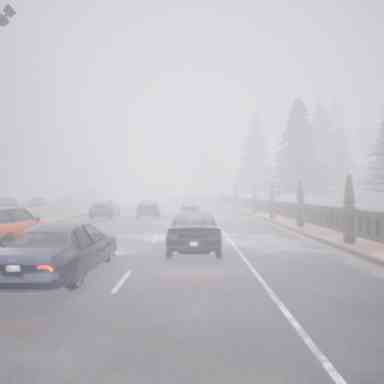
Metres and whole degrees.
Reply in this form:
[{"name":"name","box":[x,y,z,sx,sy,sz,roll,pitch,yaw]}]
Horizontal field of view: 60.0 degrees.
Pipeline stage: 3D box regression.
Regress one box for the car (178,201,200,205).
[{"name":"car","box":[-0.261,1.477,28.688,1.812,1.442,4.674,0,0,-3]}]

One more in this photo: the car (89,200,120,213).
[{"name":"car","box":[-7.208,1.446,27.695,2.128,1.511,4.902,0,0,-3]}]

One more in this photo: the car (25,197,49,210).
[{"name":"car","box":[-20.142,1.431,43.461,1.837,1.490,4.892,0,0,-13]}]

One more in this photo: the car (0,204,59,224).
[{"name":"car","box":[-6.936,1.330,12.397,2.097,1.767,4.553,0,0,0]}]

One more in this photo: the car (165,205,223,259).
[{"name":"car","box":[0.067,1.457,12.641,1.882,1.535,5.008,0,0,0]}]

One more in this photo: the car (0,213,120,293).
[{"name":"car","box":[-3.462,1.532,8.988,2.033,1.411,5.357,0,0,0]}]

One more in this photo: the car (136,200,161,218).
[{"name":"car","box":[-3.784,1.428,29.235,1.882,1.535,5.008,0,0,-3]}]
